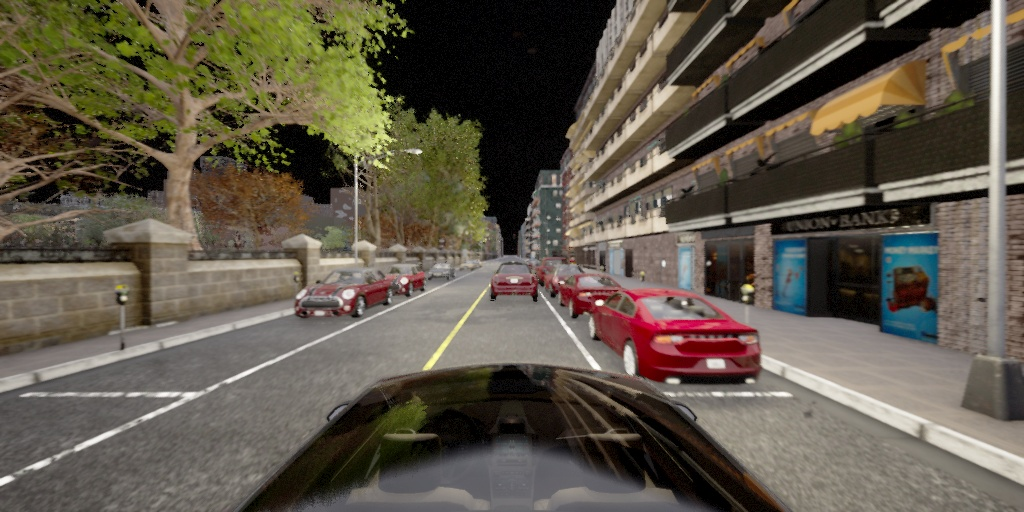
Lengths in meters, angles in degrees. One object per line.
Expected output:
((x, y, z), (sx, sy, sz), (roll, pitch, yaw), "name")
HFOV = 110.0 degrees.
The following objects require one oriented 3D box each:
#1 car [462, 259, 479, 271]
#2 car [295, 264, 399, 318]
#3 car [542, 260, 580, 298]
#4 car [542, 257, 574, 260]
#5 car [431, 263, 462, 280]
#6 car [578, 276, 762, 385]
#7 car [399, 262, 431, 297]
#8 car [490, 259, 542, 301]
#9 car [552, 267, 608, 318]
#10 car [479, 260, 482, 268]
((-5.682, 1.167, 46.204), (1.751, 1.417, 4.829), (0, 0, 0), "car")
((-5.687, 1.162, 12.593), (1.967, 1.591, 4.097), (0, 0, 0), "car")
((2.694, 1.146, 18.222), (1.967, 1.591, 4.097), (0, 0, 0), "car")
((2.695, 1.007, 23.852), (2.192, 1.841, 5.009), (0, 0, 0), "car")
((-5.685, 1.230, 29.483), (2.007, 1.370, 4.403), (0, 0, 0), "car")
((2.693, 1.280, 6.962), (1.888, 1.381, 4.507), (0, 0, 0), "car")
((-5.686, 1.147, 18.222), (1.967, 1.591, 4.097), (0, 0, 0), "car")
((0.100, 1.061, 17.244), (2.097, 1.767, 4.553), (0, 0, 0), "car")
((2.693, 1.266, 12.593), (1.888, 1.381, 4.507), (0, 0, 0), "car")
((-5.681, 1.182, 52.004), (2.007, 1.370, 4.403), (0, 0, 0), "car")
